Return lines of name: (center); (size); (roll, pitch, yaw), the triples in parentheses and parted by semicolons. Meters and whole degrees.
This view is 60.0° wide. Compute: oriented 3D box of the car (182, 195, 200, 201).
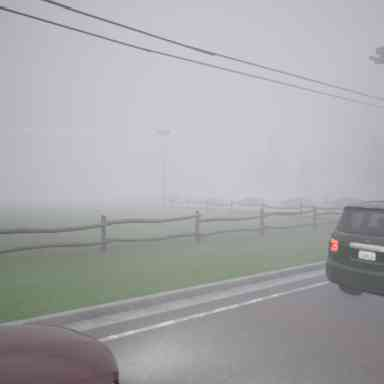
car: (-0.243, 1.401, 80.569); (1.882, 1.535, 5.008); (0, 0, -34)

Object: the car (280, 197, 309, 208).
car: (14.403, 1.475, 46.288); (2.128, 1.511, 4.902); (0, 0, -33)

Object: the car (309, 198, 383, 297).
car: (5.327, 1.218, 7.401); (5.566, 2.045, 2.150); (0, 0, -34)

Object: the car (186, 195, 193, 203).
car: (-0.706, 1.509, 68.729); (1.812, 1.442, 4.674); (0, 0, -34)

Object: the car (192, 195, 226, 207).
car: (2.582, 1.491, 51.462); (1.837, 1.490, 4.892); (0, 0, -34)

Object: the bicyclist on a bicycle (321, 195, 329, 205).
bicyclist on a bicycle: (22.042, 1.281, 55.017); (0.582, 1.620, 1.656); (0, 0, 43)

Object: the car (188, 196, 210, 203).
car: (1.387, 1.522, 71.879); (2.033, 1.411, 5.357); (0, 0, -34)

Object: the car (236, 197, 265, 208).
car: (8.566, 1.490, 48.802); (1.837, 1.490, 4.892); (0, 0, -34)

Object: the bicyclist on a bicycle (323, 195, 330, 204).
bicyclist on a bicycle: (22.178, 1.281, 54.469); (1.656, 1.620, 0.582); (0, 0, -44)

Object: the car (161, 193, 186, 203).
car: (-4.161, 1.210, 67.610); (2.150, 2.045, 5.566); (0, 0, -34)

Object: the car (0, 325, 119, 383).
car: (-2.712, 1.526, 1.890); (4.674, 1.442, 1.812); (0, 0, -34)

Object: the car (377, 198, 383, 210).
car: (25.881, 1.485, 41.109); (1.837, 1.490, 4.892); (0, 0, -30)

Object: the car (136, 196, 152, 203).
car: (-10.184, 1.490, 70.329); (2.128, 1.511, 4.902); (0, 0, -34)

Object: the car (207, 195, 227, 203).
car: (5.462, 1.504, 72.094); (1.812, 1.442, 4.674); (0, 0, -34)
